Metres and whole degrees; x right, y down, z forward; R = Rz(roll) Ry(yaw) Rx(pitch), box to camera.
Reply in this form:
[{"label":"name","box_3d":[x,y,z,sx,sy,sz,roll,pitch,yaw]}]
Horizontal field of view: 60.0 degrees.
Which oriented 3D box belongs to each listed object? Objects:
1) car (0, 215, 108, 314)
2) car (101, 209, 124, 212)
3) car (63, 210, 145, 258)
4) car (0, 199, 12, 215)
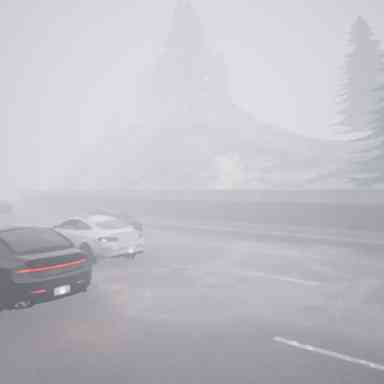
[{"label":"car","box_3d":[-4.197,1.494,7.437,4.892,1.490,1.837,0,0,39]},{"label":"car","box_3d":[-4.367,1.553,16.798,4.181,1.385,1.994,0,0,42]},{"label":"car","box_3d":[-3.598,1.516,11.485,4.674,1.442,1.812,0,0,40]},{"label":"car","box_3d":[-18.527,1.426,31.615,1.882,1.535,5.008,0,0,-40]}]
